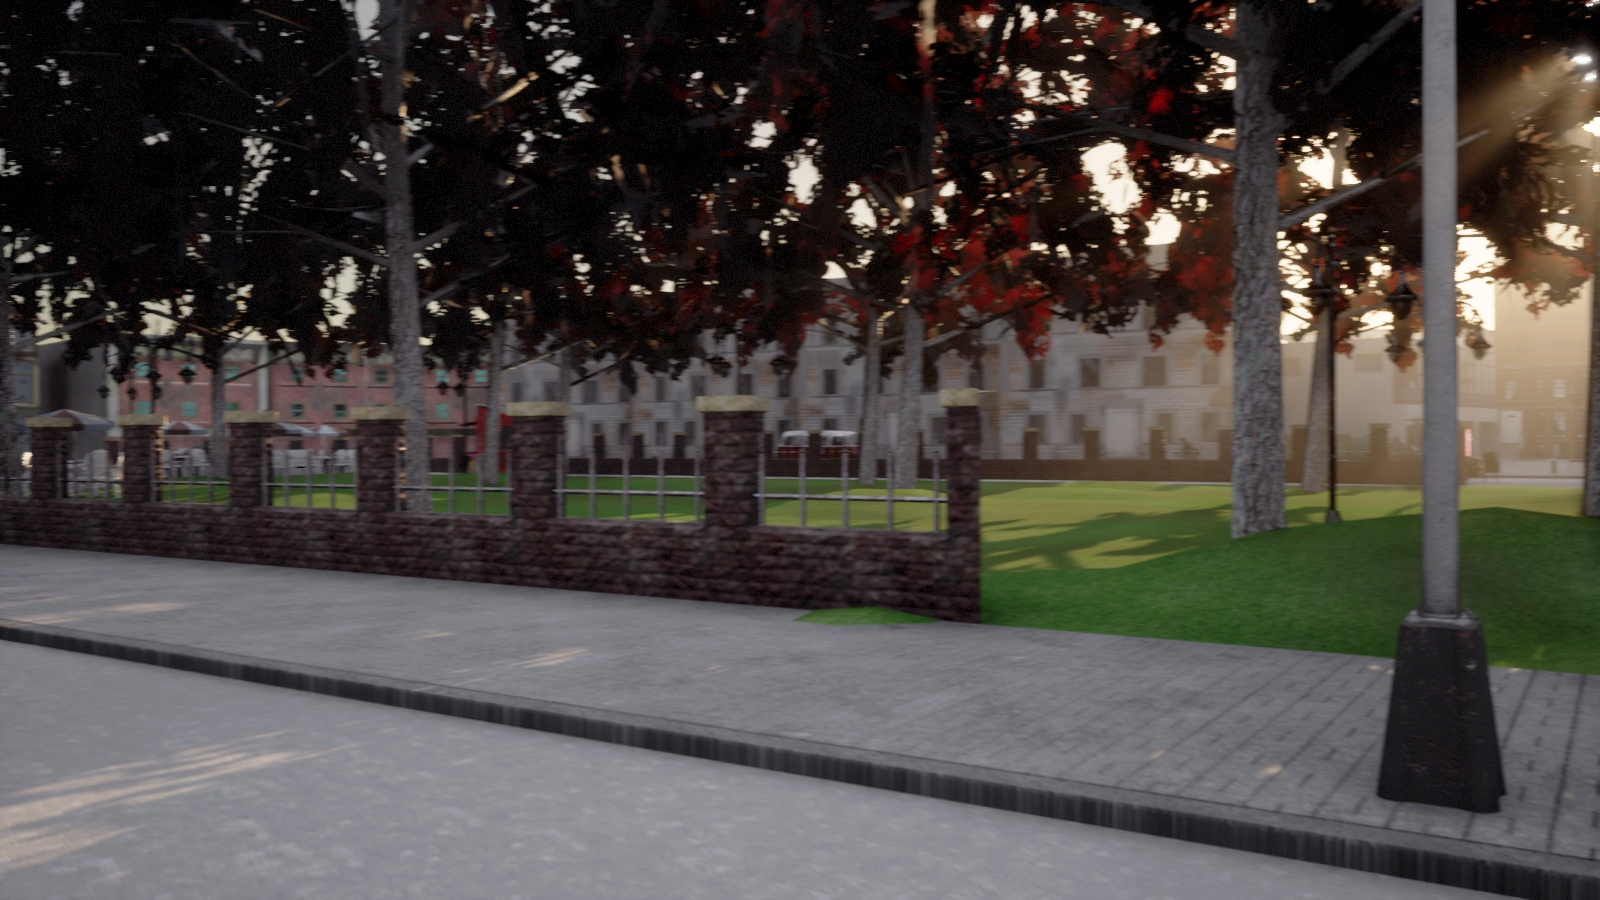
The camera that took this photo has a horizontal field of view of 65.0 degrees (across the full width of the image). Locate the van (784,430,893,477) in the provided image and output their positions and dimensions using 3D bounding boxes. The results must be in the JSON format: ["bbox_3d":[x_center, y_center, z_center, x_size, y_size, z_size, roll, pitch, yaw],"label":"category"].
[{"bbox_3d":[1.725,0.129,56.613,4.480,2.038,2.069,0,0,34],"label":"van"}]

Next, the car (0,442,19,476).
[{"bbox_3d":[-40.104,0.455,60.297,1.851,1.617,3.988,0,0,34],"label":"car"}]

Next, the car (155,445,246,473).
[{"bbox_3d":[-33.424,0.486,70.118,1.816,1.474,4.193,0,0,39],"label":"car"}]

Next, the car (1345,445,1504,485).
[{"bbox_3d":[21.499,0.503,43.296,4.718,1.301,1.895,0,0,34],"label":"car"}]
